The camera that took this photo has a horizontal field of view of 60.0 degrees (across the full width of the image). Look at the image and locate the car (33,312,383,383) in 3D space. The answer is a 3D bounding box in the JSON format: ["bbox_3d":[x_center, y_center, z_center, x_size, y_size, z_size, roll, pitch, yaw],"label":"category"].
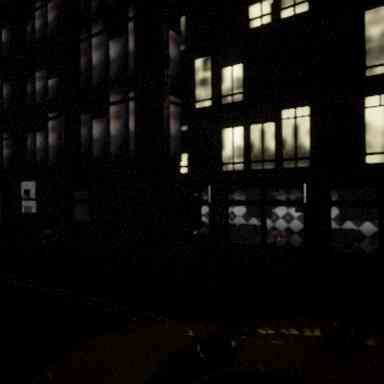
[{"bbox_3d":[0.772,1.526,2.290,4.829,1.417,1.752,0,-1,35],"label":"car"}]
